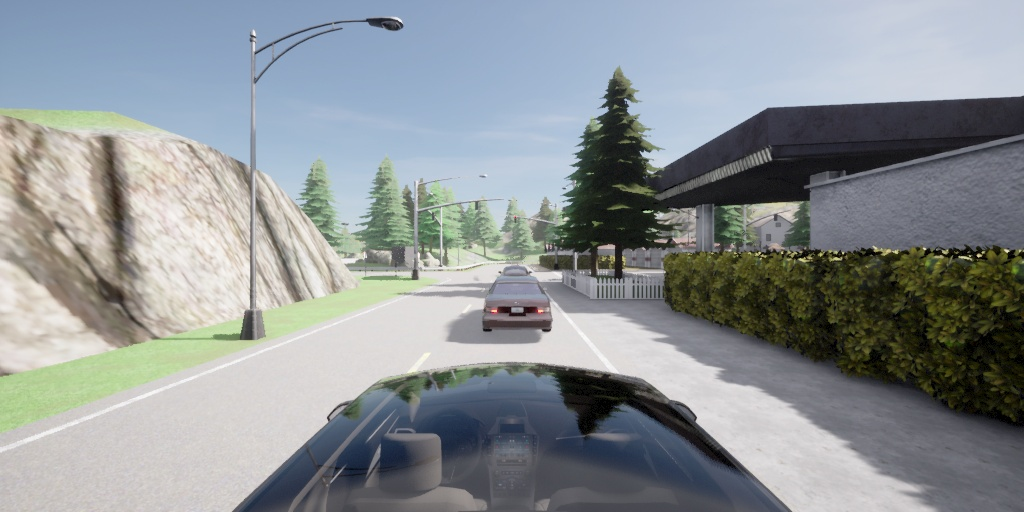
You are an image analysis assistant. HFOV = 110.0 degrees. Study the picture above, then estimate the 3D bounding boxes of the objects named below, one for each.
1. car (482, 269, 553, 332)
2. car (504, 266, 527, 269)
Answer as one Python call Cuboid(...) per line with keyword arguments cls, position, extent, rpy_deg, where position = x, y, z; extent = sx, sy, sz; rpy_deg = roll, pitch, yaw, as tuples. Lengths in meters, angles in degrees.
Cuboid(cls="car", position=(0.139, 1.297, 10.825), extent=(2.033, 1.411, 5.357), rpy_deg=(0, 0, 0))
Cuboid(cls="car", position=(0.187, 1.276, 20.411), extent=(1.812, 1.442, 4.674), rpy_deg=(0, 0, 0))
